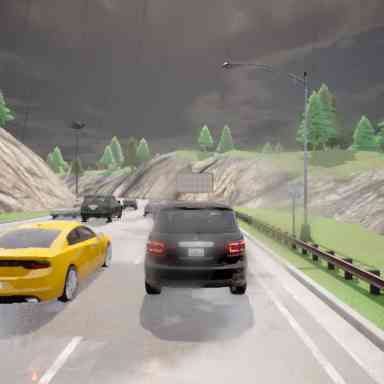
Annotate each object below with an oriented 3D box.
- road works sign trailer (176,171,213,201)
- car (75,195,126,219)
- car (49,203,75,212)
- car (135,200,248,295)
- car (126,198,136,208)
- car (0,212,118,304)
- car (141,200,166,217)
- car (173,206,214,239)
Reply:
[{"bbox_3d":[0.186,0.464,21.599,2.380,3.560,2.880,0,0,0],"label":"road works sign trailer"},{"bbox_3d":[-6.949,1.224,25.970,2.150,2.045,5.566,0,0,0],"label":"car"},{"bbox_3d":[-10.514,1.601,28.807,1.895,1.301,4.718,0,0,-1],"label":"car"},{"bbox_3d":[0.087,1.221,8.884,2.150,2.045,5.566,0,0,0],"label":"car"},{"bbox_3d":[-8.031,1.502,43.087,1.837,1.490,4.892,0,-1,-6],"label":"car"},{"bbox_3d":[-3.410,1.477,8.256,1.882,1.535,5.008,0,0,0],"label":"car"},{"bbox_3d":[-3.598,1.548,32.261,2.033,1.411,5.357,0,0,-2],"label":"car"},{"bbox_3d":[0.078,1.558,18.102,1.994,1.385,4.181,0,0,0],"label":"car"}]
